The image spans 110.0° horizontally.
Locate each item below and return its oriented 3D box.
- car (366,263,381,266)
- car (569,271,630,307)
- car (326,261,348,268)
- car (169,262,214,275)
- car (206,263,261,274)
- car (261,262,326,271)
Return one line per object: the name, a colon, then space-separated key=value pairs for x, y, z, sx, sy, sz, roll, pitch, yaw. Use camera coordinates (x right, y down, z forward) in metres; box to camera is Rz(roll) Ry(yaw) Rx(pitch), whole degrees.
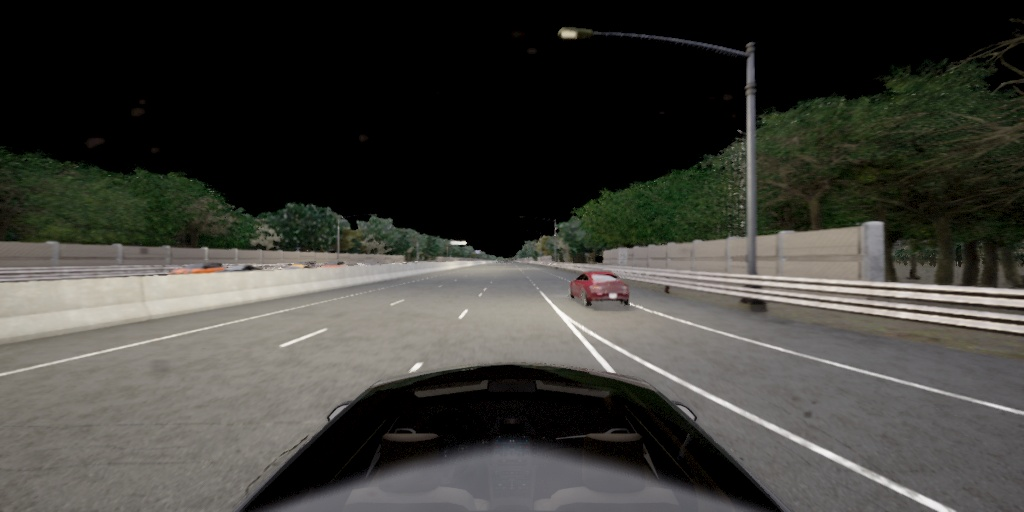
car: x=-17.618 y=1.626 z=45.092 sx=2.128 sy=1.511 sz=4.902 roll=0 pitch=-1 yaw=0
car: x=3.853 y=1.405 z=16.299 sx=1.812 sy=1.442 sz=4.674 roll=0 pitch=0 yaw=-2
car: x=-24.606 y=1.526 z=49.634 sx=2.097 sy=1.767 sz=4.553 roll=0 pitch=-1 yaw=0
car: x=-28.091 y=1.370 z=32.272 sx=2.097 sy=1.767 sz=4.553 roll=0 pitch=0 yaw=0
car: x=-24.594 y=1.547 z=32.449 sx=1.812 sy=1.442 sz=4.674 roll=0 pitch=-1 yaw=0
car: x=-17.604 y=1.471 z=29.243 sx=1.882 sy=1.535 sz=5.008 roll=0 pitch=-1 yaw=0
